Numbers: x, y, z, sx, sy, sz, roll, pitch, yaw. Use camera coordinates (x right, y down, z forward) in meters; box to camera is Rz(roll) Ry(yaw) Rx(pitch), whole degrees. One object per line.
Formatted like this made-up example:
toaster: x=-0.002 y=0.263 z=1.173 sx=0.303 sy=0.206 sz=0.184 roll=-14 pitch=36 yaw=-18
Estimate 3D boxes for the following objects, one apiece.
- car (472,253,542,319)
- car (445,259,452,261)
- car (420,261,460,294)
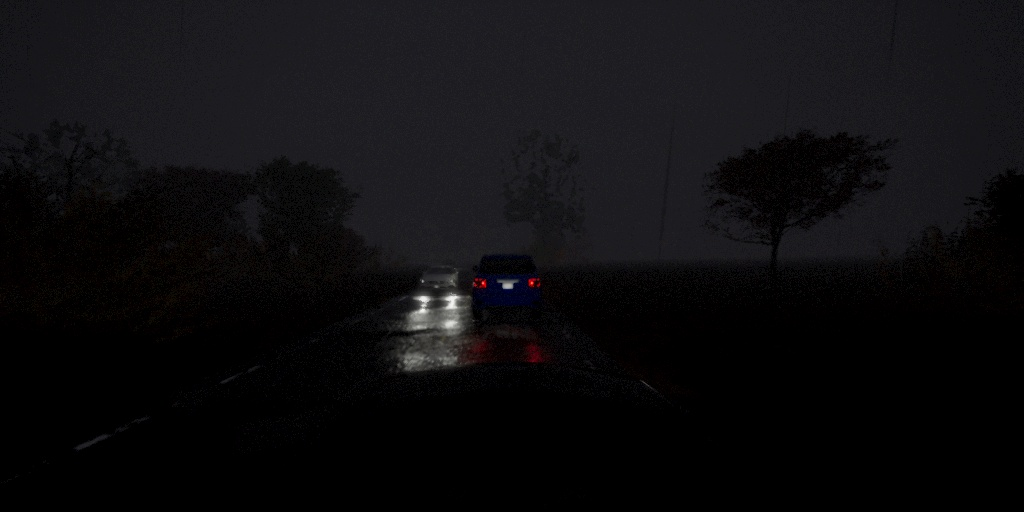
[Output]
car: x=-0.249 y=0.935 z=12.833 sx=2.150 sy=2.045 sz=5.566 roll=0 pitch=0 yaw=-3
car: x=-10.514 y=1.238 z=60.043 sx=1.994 sy=1.385 sz=4.181 roll=0 pitch=0 yaw=-14
car: x=-3.922 y=1.226 z=19.983 sx=1.812 sy=1.442 sz=4.674 roll=0 pitch=0 yaw=-5
